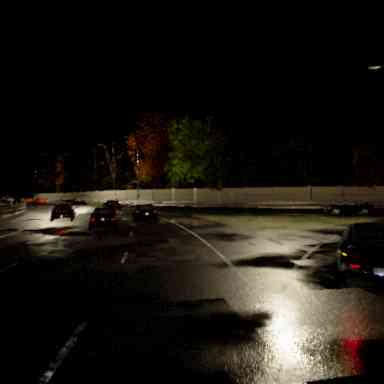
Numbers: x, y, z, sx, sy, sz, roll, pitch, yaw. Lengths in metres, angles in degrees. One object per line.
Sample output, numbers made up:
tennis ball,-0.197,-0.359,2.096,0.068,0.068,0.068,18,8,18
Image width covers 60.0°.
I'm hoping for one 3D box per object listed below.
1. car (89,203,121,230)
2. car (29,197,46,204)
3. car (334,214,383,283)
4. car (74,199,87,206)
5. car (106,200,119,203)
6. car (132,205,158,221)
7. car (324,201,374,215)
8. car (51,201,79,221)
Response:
car,-6.058,1.766,22.990,2.033,1.411,5.357,0,0,-13
car,-39.599,2.276,86.039,2.097,1.767,4.553,0,-1,-45
car,5.045,1.567,9.290,1.812,1.442,4.674,-1,-1,24
car,-23.296,2.207,68.523,2.128,1.511,4.902,0,-1,-38
car,-12.199,1.975,50.450,1.837,1.490,4.892,0,-1,-26
car,-4.266,1.824,29.855,1.994,1.385,4.181,0,0,-14
car,16.899,1.679,35.971,4.902,1.511,2.128,0,0,8
car,-11.671,1.816,30.351,1.837,1.490,4.892,0,0,-16
